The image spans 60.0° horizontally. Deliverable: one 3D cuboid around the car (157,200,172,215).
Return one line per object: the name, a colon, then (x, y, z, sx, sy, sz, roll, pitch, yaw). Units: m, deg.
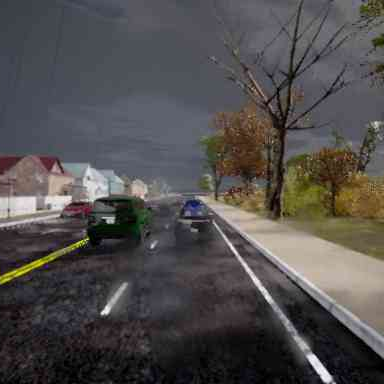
car: (-3.148, 1.519, 33.852, 2.128, 1.511, 4.902, 0, 0, 0)

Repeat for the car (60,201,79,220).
car: (-9.829, 1.548, 28.877, 1.812, 1.442, 4.674, 0, 0, 0)

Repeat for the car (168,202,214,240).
car: (0.101, 1.501, 17.202, 2.128, 1.511, 4.902, 0, 0, 0)

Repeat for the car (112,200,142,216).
car: (-6.550, 1.576, 34.263, 2.033, 1.411, 5.357, 0, 0, 1)

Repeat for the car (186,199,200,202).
car: (0.104, 1.507, 35.633, 1.882, 1.535, 5.008, 0, 0, 0)

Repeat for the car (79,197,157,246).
car: (-3.148, 1.230, 15.504, 2.150, 2.045, 5.566, 0, 0, 0)
